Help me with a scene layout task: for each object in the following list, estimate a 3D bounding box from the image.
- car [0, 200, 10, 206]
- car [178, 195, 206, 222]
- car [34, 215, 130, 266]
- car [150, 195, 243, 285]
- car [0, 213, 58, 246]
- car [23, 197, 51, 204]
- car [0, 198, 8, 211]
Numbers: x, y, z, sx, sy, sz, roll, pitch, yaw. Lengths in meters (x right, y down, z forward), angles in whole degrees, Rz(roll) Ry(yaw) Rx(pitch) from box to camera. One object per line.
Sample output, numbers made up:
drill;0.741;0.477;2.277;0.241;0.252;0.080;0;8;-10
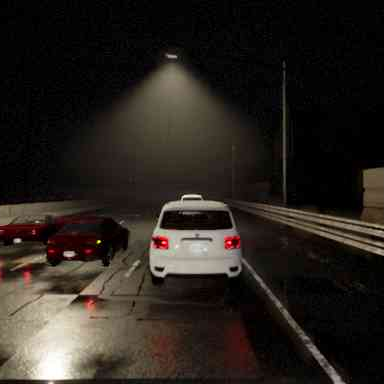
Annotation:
car;-21.254;1.549;35.188;1.882;1.535;5.008;0;0;0
car;-0.006;1.290;28.353;2.150;2.045;5.566;0;0;0
car;-3.424;1.558;11.577;1.812;1.442;4.674;0;0;0
car;0.084;1.250;9.718;2.150;2.045;5.566;0;0;0
car;-6.937;1.643;15.460;1.895;1.301;4.718;0;0;0
car;-17.776;1.424;38.318;2.097;1.767;4.553;0;0;0
car;-24.794;1.576;40.702;1.837;1.490;4.892;0;0;0
